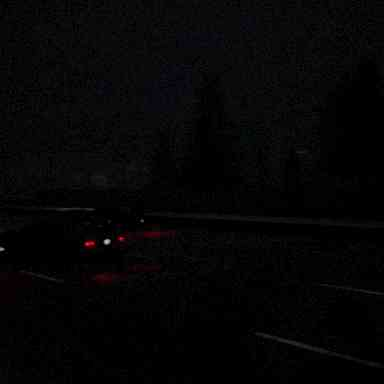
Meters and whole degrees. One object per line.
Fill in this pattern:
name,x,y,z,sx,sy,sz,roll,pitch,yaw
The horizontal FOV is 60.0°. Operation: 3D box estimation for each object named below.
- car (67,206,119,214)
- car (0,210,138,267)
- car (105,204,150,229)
car,-5.983,1.572,16.821,4.181,1.385,1.994,0,0,36
car,-4.591,1.554,11.495,5.357,1.411,2.033,0,0,36
car,-4.826,1.487,20.299,5.008,1.535,1.882,0,0,36
